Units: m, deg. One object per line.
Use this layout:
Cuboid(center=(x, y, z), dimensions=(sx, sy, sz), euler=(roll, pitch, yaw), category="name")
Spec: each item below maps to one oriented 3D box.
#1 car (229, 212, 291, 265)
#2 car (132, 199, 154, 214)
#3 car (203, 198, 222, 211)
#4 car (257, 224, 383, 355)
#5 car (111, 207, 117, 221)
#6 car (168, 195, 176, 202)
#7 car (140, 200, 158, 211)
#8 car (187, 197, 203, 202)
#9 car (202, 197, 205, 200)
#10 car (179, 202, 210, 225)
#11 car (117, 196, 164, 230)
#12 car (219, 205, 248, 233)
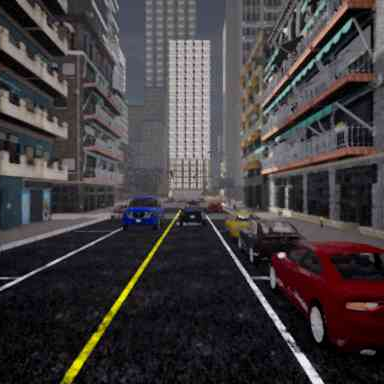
Cuboid(center=(2.676, 1.607, 11.742), dimensions=(2.008, 1.369, 4.403), euler=(-1, 0, 0), category="car")
Cuboid(center=(-5.723, 1.628, 39.369), dimensions=(1.967, 1.590, 4.097), euler=(-1, 0, 0), category="car")
Cuboid(center=(2.659, 1.733, 39.360), dimensions=(1.887, 1.381, 4.507), euler=(-1, 0, 0), category="car")
Cuboid(center=(2.679, 1.575, 6.219), dimensions=(1.887, 1.381, 4.507), euler=(-1, 0, 0), category="car")
Cuboid(center=(-5.715, 1.716, 28.322), dimensions=(1.802, 1.307, 4.206), euler=(-1, 0, 0), category="car")
Cuboid(center=(-5.754, 2.004, 93.928), dimensions=(1.887, 1.381, 4.507), euler=(-1, 0, 0), category="car")
Cuboid(center=(-5.725, 1.759, 44.892), dimensions=(1.887, 1.381, 4.507), euler=(-1, 0, 0), category="car")
Cuboid(center=(0.071, 1.697, 40.162), dimensions=(1.837, 1.490, 4.892), euler=(0, 0, 0), category="car")
Cuboid(center=(2.652, 1.769, 50.576), dimensions=(1.752, 1.417, 4.829), euler=(-1, 0, 0), category="car")
Cuboid(center=(0.070, 1.683, 24.951), dimensions=(1.994, 1.385, 4.181), euler=(0, 0, 1), category="car")
Cuboid(center=(-3.114, 1.326, 22.076), dimensions=(2.150, 2.045, 5.566), euler=(0, 0, 0), category="car")
Cuboid(center=(2.672, 1.608, 17.436), dimensions=(1.752, 1.417, 4.829), euler=(-1, 0, 0), category="car")
